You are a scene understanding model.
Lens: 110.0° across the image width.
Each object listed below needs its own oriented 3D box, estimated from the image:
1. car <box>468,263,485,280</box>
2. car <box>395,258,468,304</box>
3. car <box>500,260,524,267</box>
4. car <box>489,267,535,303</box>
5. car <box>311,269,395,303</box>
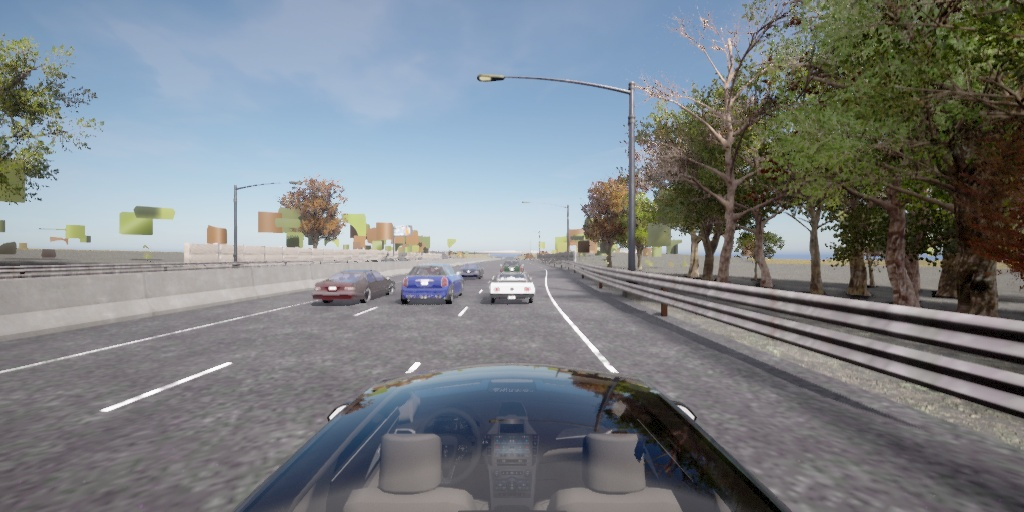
[{"bbox_3d":[-3.500,1.322,31.501,2.033,1.411,5.357,0,0,0],"label":"car"},{"bbox_3d":[-3.500,1.116,16.471,2.097,1.767,4.553,0,0,0],"label":"car"},{"bbox_3d":[0.000,1.125,31.471,2.097,1.767,4.553,0,0,0],"label":"car"},{"bbox_3d":[0.000,1.366,16.531,1.895,1.301,4.718,0,0,0],"label":"car"},{"bbox_3d":[-7.000,1.313,16.501,2.033,1.411,5.357,0,0,0],"label":"car"}]
